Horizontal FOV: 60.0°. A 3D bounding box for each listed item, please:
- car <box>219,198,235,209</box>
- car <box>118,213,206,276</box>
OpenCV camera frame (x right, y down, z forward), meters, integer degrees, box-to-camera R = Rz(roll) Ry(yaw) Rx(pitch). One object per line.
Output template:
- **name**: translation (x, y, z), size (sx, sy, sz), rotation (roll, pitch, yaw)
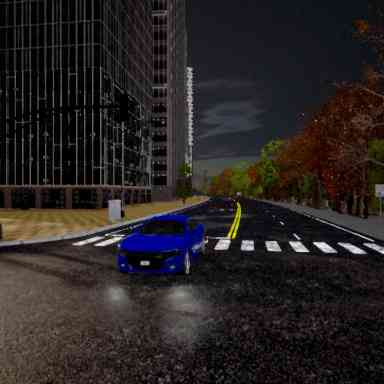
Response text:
- **car**: translation (4.870, 1.572, 45.950), size (1.994, 1.385, 4.181), rotation (0, 0, 8)
- **car**: translation (-0.742, 1.490, 10.717), size (1.882, 1.535, 5.008), rotation (0, 0, 10)
